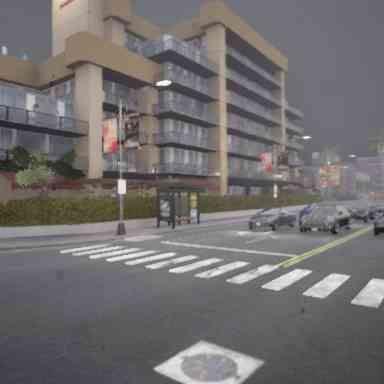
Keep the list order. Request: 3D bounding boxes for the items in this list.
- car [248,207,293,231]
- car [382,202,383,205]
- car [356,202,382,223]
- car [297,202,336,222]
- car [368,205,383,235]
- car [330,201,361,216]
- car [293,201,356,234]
[{"bbox_3d":[5.600,1.754,22.736,1.812,1.442,4.674,-1,-1,38],"label":"car"},{"bbox_3d":[20.690,1.780,36.262,2.033,1.411,5.357,-1,-1,38],"label":"car"},{"bbox_3d":[14.096,1.747,27.885,2.033,1.411,5.357,-1,-1,38],"label":"car"},{"bbox_3d":[11.346,1.734,30.059,1.882,1.535,5.008,-1,-1,38],"label":"car"},{"bbox_3d":[11.684,1.677,18.849,1.994,1.385,4.181,-1,-1,38],"label":"car"},{"bbox_3d":[17.642,1.780,38.113,2.128,1.511,4.902,-1,-1,38],"label":"car"},{"bbox_3d":[8.245,1.523,20.438,2.097,1.767,4.553,-1,-1,38],"label":"car"}]
